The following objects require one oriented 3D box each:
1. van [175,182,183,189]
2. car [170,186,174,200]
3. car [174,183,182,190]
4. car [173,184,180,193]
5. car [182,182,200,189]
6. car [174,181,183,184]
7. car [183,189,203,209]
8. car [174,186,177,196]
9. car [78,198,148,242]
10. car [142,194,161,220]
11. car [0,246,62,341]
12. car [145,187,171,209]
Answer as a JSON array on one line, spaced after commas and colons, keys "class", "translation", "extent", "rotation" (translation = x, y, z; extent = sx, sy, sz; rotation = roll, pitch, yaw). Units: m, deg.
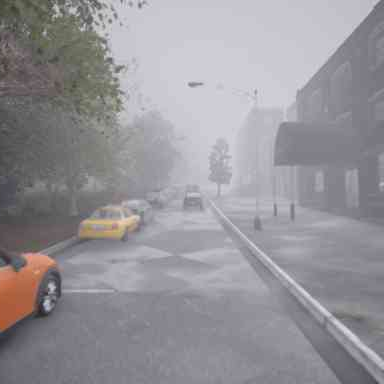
[{"class": "van", "translation": [-3.677, -1.935, 93.936], "extent": [1.878, 1.987, 4.442], "rotation": [0, 2, 2]}, {"class": "car", "translation": [-3.667, 0.447, 38.129], "extent": [2.185, 1.767, 4.553], "rotation": [0, 2, 2]}, {"class": "car", "translation": [-3.672, -0.525, 66.029], "extent": [2.163, 1.488, 4.792], "rotation": [0, 2, 2]}, {"class": "car", "translation": [-3.663, -0.109, 55.051], "extent": [1.946, 1.575, 5.366], "rotation": [0, 2, 2]}, {"class": "car", "translation": [0.073, -0.196, 50.645], "extent": [2.150, 2.045, 5.566], "rotation": [0, 1, 1]}, {"class": "car", "translation": [-3.678, -1.244, 82.692], "extent": [2.097, 1.535, 5.008], "rotation": [0, 2, 2]}, {"class": "car", "translation": [0.089, 0.766, 33.208], "extent": [1.882, 1.535, 5.008], "rotation": [0, 2, 0]}, {"class": "car", "translation": [-3.667, 0.351, 43.726], "extent": [2.231, 1.521, 4.892], "rotation": [0, 2, 2]}, {"class": "car", "translation": [-3.636, 1.319, 15.699], "extent": [1.946, 1.575, 5.366], "rotation": [1, 1, 2]}, {"class": "car", "translation": [-3.641, 1.193, 21.437], "extent": [2.231, 1.521, 4.892], "rotation": [1, 2, 2]}, {"class": "car", "translation": [-3.630, 1.349, 4.677], "extent": [2.185, 1.767, 4.553], "rotation": [2, 0, 2]}, {"class": "car", "translation": [-3.665, 0.667, 32.563], "extent": [2.185, 1.767, 4.553], "rotation": [0, 2, 2]}]
